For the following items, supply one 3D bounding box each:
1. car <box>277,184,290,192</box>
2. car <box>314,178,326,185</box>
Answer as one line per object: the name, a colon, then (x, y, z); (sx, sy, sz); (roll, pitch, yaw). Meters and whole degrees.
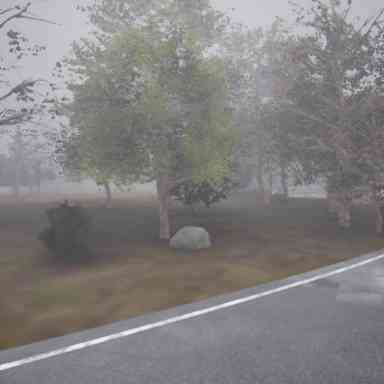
car: (16.591, -0.825, 60.383); (1.812, 1.442, 4.674); (-3, 3, 18)
car: (27.573, -2.373, 73.430); (4.892, 1.490, 1.837); (-6, 3, -29)
